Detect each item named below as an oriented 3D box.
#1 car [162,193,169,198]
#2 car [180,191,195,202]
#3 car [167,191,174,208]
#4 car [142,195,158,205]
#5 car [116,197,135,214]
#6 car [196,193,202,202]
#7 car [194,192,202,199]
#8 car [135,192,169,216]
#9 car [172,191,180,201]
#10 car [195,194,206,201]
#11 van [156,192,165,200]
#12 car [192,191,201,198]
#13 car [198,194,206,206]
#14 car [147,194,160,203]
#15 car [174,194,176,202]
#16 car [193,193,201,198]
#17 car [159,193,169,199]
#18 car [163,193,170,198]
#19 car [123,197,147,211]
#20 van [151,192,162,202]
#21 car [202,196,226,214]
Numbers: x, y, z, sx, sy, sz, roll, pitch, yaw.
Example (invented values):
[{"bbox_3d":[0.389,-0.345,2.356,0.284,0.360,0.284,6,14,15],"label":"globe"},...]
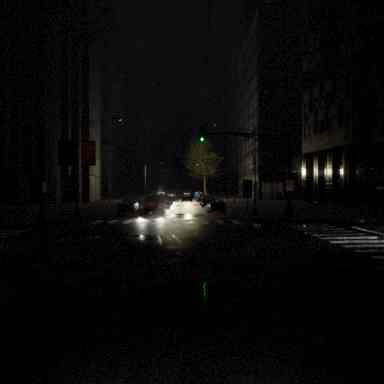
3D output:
[{"bbox_3d":[-7.148,1.014,89.690,1.802,1.307,4.206,0,0,-1],"label":"car"},{"bbox_3d":[-0.911,1.087,61.193,1.882,1.535,5.008,0,0,-1],"label":"car"},{"bbox_3d":[-3.637,1.085,39.271,2.097,1.767,4.553,0,0,-1],"label":"car"},{"bbox_3d":[-6.521,1.216,51.803,1.947,1.339,4.313,0,0,-1],"label":"car"},{"bbox_3d":[-6.196,1.320,32.242,2.008,1.369,4.403,0,0,-1],"label":"car"},{"bbox_3d":[2.057,1.241,48.711,2.008,1.369,4.403,0,0,-1],"label":"car"},{"bbox_3d":[1.893,1.182,58.581,2.008,1.369,4.403,0,0,-1],"label":"car"},{"bbox_3d":[-3.459,1.145,29.528,2.097,1.767,4.553,0,0,-2],"label":"car"},{"bbox_3d":[-3.980,1.092,65.317,2.128,1.511,4.902,0,0,-1],"label":"car"},{"bbox_3d":[1.718,1.135,69.159,1.947,1.339,4.313,0,0,-1],"label":"car"},{"bbox_3d":[-6.879,0.864,73.452,1.690,1.788,3.998,0,0,-1],"label":"van"},{"bbox_3d":[1.280,0.737,95.598,2.192,1.841,5.009,0,0,-1],"label":"car"},{"bbox_3d":[2.147,1.268,43.267,1.887,1.381,4.507,0,0,-1],"label":"car"},{"bbox_3d":[-6.608,1.144,57.045,1.752,1.417,4.829,0,0,-1],"label":"car"},{"bbox_3d":[-3.801,1.273,49.193,1.895,1.301,4.718,0,0,-1],"label":"car"},{"bbox_3d":[1.367,1.001,90.311,2.008,1.369,4.403,0,0,-1],"label":"car"},{"bbox_3d":[-7.059,1.013,84.278,2.008,1.369,4.403,0,0,-1],"label":"car"},{"bbox_3d":[-7.238,0.948,95.103,1.887,1.381,4.507,0,0,-1],"label":"car"},{"bbox_3d":[-6.279,1.289,37.234,2.008,1.369,4.403,0,0,-1],"label":"car"},{"bbox_3d":[-6.700,0.927,62.626,1.690,1.788,3.998,0,0,-1],"label":"van"},{"bbox_3d":[2.328,1.341,32.380,2.008,1.369,4.403,0,0,-1],"label":"car"}]
